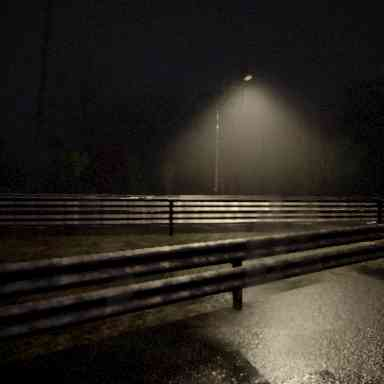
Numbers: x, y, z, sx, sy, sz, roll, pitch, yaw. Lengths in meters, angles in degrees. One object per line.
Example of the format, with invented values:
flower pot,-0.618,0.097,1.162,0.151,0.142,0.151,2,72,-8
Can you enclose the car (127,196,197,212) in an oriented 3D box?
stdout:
car,-1.984,0.967,22.152,4.674,1.442,1.812,1,0,-16

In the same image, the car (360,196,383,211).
car,17.056,1.232,27.470,5.357,1.411,2.033,1,0,-16

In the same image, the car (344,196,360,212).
car,16.162,1.179,30.860,4.892,1.490,1.837,1,0,-16
